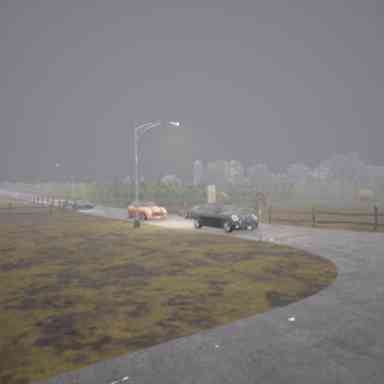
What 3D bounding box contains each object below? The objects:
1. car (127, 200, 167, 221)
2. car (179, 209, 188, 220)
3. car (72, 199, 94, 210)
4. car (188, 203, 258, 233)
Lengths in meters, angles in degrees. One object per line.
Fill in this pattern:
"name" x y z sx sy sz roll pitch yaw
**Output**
"car" -4.117 1.578 30.015 2.097 1.767 4.553 -1 1 -35
"car" 1.013 1.707 27.921 2.033 1.411 5.357 -1 0 -36
"car" -14.789 1.714 45.192 1.994 1.385 4.181 -1 1 -35
"car" 2.061 1.524 21.269 2.097 1.767 4.553 -1 0 -35
